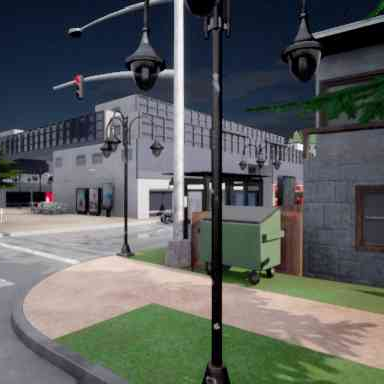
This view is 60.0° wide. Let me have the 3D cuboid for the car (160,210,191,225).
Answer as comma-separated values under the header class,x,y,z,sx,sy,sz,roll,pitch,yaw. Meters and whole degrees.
class,x,y,z,sx,sy,sz,roll,pitch,yaw
car,-0.273,1.582,23.400,1.994,1.385,4.181,0,0,41
